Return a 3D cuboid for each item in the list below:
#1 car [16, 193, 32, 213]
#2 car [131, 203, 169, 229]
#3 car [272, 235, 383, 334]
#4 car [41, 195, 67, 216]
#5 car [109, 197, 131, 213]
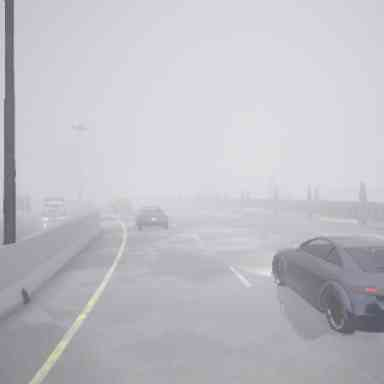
[{"bbox_3d":[-20.149,1.359,39.010,2.150,2.045,5.566,0,0,-27],"label":"car"},{"bbox_3d":[-2.753,1.608,21.925,1.994,1.385,4.181,0,0,-13],"label":"car"},{"bbox_3d":[3.118,1.562,6.799,1.994,1.385,4.181,0,0,-4],"label":"car"},{"bbox_3d":[-14.367,1.329,34.732,2.150,2.045,5.566,0,0,-23],"label":"car"},{"bbox_3d":[-8.415,1.443,38.930,2.097,1.767,4.553,0,0,-23],"label":"car"}]
